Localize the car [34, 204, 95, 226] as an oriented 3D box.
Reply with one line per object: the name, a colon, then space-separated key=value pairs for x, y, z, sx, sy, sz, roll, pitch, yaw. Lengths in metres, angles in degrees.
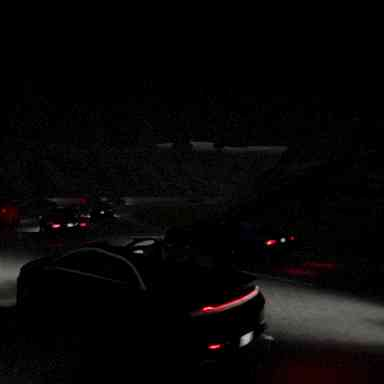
car: x=-7.017 y=1.623 z=17.899 sx=2.033 sy=1.411 sz=5.357 roll=0 pitch=0 yaw=-30

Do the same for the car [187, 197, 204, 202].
car: x=0.930 y=1.811 z=81.909 sx=4.181 sy=1.385 sz=1.994 roll=0 pitch=0 yaw=-32

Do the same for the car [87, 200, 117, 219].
car: x=-8.100 y=1.701 z=29.994 sx=1.994 sy=1.385 sz=4.181 roll=0 pitch=0 yaw=-15

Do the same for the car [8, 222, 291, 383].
car: x=-1.174 y=1.519 z=5.526 sx=4.902 sy=1.511 sz=2.128 roll=0 pitch=0 yaw=41

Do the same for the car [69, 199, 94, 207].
car: x=-12.876 y=1.764 z=37.679 sx=1.895 sy=1.301 sz=4.718 roll=0 pitch=0 yaw=-4

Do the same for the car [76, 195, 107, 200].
car: x=-17.984 y=1.482 z=58.476 sx=2.150 sy=2.045 sz=5.566 roll=0 pitch=0 yaw=20

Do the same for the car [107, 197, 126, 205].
car: x=-14.966 y=1.809 z=65.157 sx=1.837 sy=1.490 sz=4.892 roll=0 pitch=0 yaw=28

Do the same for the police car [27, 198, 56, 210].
police car: x=-20.868 y=1.611 z=46.646 sx=1.930 sy=1.638 sz=5.238 roll=0 pitch=0 yaw=7

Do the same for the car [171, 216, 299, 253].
car: x=1.242 y=1.621 z=12.601 sx=2.033 sy=1.411 sz=5.357 roll=0 pitch=0 yaw=-43

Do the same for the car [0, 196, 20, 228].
car: x=-12.874 y=1.301 z=22.083 sx=2.150 sy=2.045 sz=5.566 roll=0 pitch=0 yaw=-23
